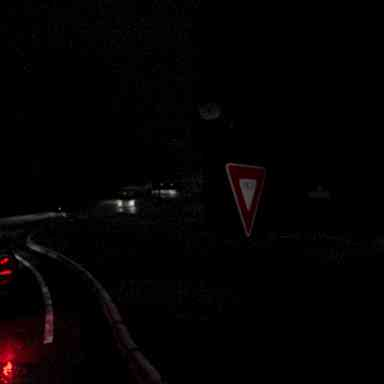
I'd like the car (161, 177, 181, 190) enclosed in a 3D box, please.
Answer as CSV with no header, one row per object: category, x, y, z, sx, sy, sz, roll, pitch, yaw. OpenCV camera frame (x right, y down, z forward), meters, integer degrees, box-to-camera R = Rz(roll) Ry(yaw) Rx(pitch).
car,-3.332,-1.384,52.235,2.097,1.767,4.553,0,5,15

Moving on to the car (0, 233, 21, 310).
car,-5.164,1.413,7.379,2.097,1.767,4.553,0,0,-33

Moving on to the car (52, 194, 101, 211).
car,-10.897,0.956,31.569,1.895,1.301,4.718,0,5,24

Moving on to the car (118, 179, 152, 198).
car,-6.896,-0.424,41.201,2.150,2.045,5.566,0,5,20
